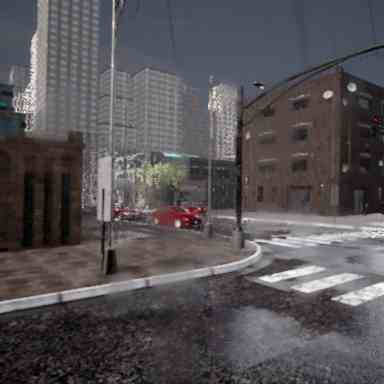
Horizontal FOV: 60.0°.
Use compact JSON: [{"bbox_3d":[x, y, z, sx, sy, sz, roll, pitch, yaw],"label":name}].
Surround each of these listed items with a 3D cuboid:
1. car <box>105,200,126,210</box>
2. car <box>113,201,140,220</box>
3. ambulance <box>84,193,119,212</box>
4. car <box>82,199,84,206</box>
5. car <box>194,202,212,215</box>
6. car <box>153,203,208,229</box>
[{"bbox_3d":[-12.427,2.106,53.807,1.752,1.417,4.829,1,-1,-35],"label":"car"},{"bbox_3d":[-6.188,1.769,29.918,1.802,1.307,4.206,1,-1,-35],"label":"car"},{"bbox_3d":[-11.134,1.389,41.944,2.351,2.431,6.366,2,-1,-35],"label":"ambulance"},{"bbox_3d":[-22.841,2.182,68.580,1.967,1.590,4.097,1,-1,-35],"label":"car"},{"bbox_3d":[0.262,1.828,35.771,1.967,1.590,4.097,1,-1,-35],"label":"car"},{"bbox_3d":[-1.028,1.655,22.542,1.887,1.381,4.507,1,-1,-35],"label":"car"}]
